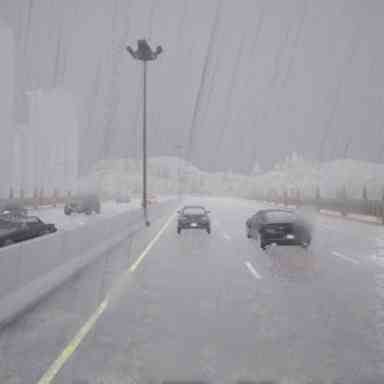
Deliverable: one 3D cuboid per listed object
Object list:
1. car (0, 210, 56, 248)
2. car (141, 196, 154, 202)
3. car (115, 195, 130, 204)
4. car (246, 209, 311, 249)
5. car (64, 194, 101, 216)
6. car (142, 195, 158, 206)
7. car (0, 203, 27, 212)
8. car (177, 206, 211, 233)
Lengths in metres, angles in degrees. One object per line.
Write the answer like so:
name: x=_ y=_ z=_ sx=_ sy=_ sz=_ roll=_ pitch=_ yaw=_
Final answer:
car: x=-7.097 y=1.601 z=12.848 sx=1.895 sy=1.301 sz=4.718 roll=0 pitch=0 yaw=0
car: x=-9.896 y=1.518 z=73.999 sx=2.033 sy=1.411 sz=5.357 roll=0 pitch=0 yaw=2
car: x=-13.648 y=1.356 z=65.655 sx=2.097 sy=1.767 sz=4.553 roll=0 pitch=0 yaw=2
car: x=3.604 y=1.478 z=14.621 sx=1.882 sy=1.535 sz=5.008 roll=0 pitch=0 yaw=0
car: x=-10.589 y=1.222 z=32.626 sx=2.150 sy=2.045 sz=5.566 roll=0 pitch=0 yaw=0
car: x=-6.948 y=1.355 z=54.702 sx=2.097 sy=1.767 sz=4.553 roll=0 pitch=0 yaw=1
car: x=-14.093 y=1.548 z=24.480 sx=2.033 sy=1.411 sz=5.357 roll=0 pitch=0 yaw=0
car: x=0.105 y=1.527 z=19.602 sx=1.812 sy=1.442 sz=4.674 roll=0 pitch=0 yaw=0
